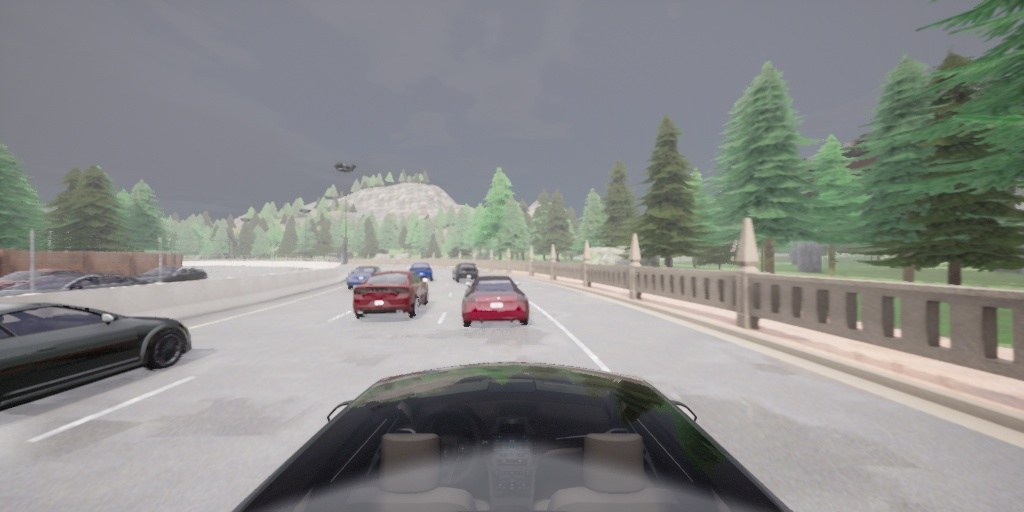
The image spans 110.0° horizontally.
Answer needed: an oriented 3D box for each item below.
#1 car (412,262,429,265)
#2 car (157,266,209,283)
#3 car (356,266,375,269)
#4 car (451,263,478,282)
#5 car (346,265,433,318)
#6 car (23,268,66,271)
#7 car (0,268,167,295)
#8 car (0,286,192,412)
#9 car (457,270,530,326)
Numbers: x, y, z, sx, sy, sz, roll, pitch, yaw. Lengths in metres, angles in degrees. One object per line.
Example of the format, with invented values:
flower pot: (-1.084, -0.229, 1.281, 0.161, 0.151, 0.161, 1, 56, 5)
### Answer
car: (-8.016, 1.305, 31.383, 1.882, 1.535, 5.008, 0, 0, -17)
car: (-19.870, 1.362, 20.841, 2.128, 1.511, 4.902, 0, 0, -12)
car: (-9.583, 1.372, 23.898, 2.033, 1.411, 5.357, 0, 0, -13)
car: (-3.853, 1.309, 29.481, 1.837, 1.490, 4.892, 0, 0, -14)
car: (-4.253, 1.263, 13.246, 1.882, 1.535, 5.008, 0, 0, -6)
car: (-22.726, 1.357, 17.311, 1.882, 1.535, 5.008, 0, 0, -11)
car: (-14.843, 1.327, 11.983, 2.128, 1.511, 4.902, 0, 0, -7)
car: (-7.132, 1.353, 5.176, 1.994, 1.385, 4.181, 0, 0, -2)
car: (-0.615, 1.330, 11.869, 1.994, 1.385, 4.181, 0, 0, -6)
